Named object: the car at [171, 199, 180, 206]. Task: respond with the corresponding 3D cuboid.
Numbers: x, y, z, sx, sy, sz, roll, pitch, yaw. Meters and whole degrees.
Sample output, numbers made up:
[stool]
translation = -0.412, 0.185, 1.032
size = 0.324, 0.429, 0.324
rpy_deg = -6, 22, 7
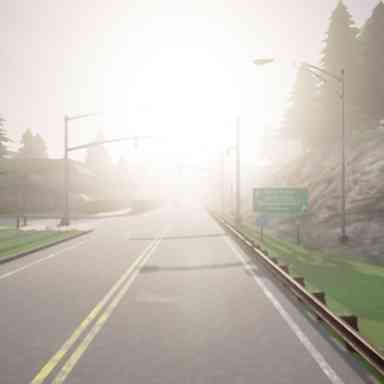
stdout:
[car]
translation = -3.479, 2.291, 71.399
size = 1.812, 1.442, 4.674
rpy_deg = 0, -1, 0
